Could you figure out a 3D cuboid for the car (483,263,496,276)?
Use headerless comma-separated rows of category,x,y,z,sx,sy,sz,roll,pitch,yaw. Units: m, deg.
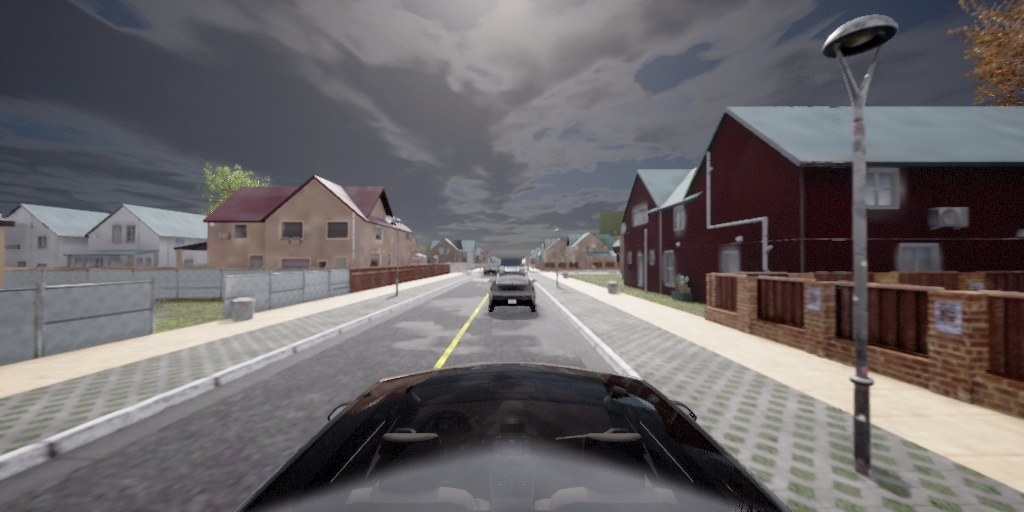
car,-2.749,1.754,48.499,2.097,1.767,4.553,0,-1,0

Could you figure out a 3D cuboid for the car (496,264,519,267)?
car,0.032,1.601,30.371,2.128,1.511,4.902,0,-1,1

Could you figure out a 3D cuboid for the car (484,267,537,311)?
car,0.026,1.409,15.361,1.837,1.490,4.892,0,0,0
